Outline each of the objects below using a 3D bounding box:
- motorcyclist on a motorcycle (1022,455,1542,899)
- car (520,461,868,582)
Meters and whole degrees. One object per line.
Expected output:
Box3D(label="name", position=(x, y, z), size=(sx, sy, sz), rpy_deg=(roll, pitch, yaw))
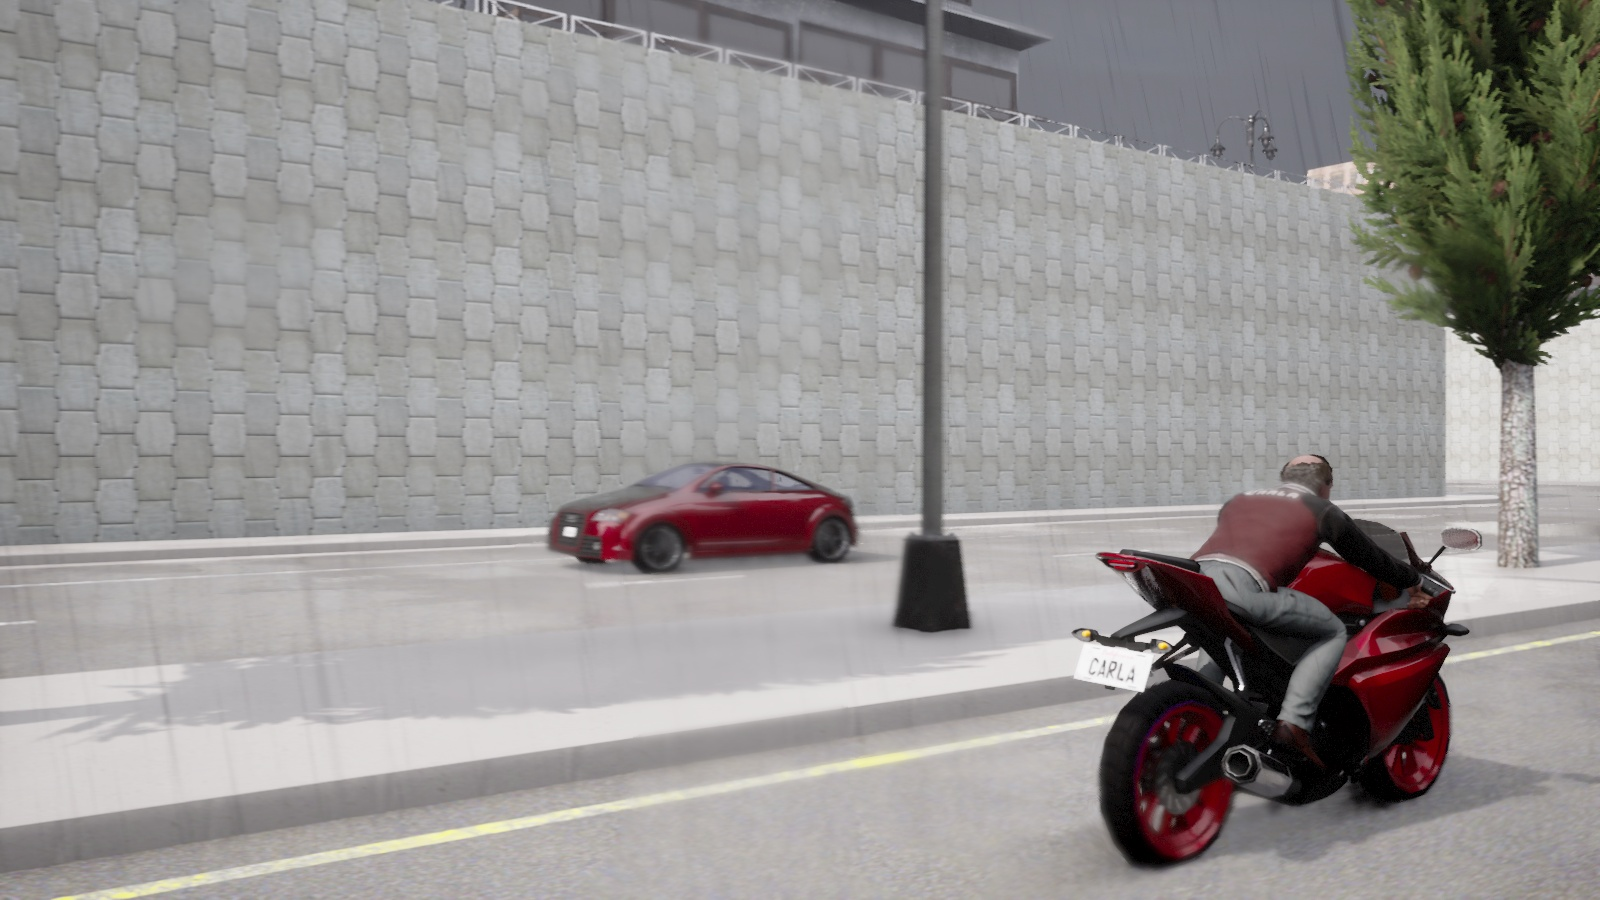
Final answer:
Box3D(label="motorcyclist on a motorcycle", position=(1.994, 0.788, 5.046), size=(2.191, 1.530, 0.866), rpy_deg=(0, 0, -35))
Box3D(label="car", position=(-1.362, 0.853, 16.722), size=(4.181, 1.385, 1.994), rpy_deg=(0, 0, -35))
